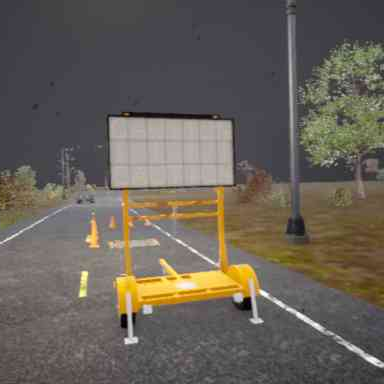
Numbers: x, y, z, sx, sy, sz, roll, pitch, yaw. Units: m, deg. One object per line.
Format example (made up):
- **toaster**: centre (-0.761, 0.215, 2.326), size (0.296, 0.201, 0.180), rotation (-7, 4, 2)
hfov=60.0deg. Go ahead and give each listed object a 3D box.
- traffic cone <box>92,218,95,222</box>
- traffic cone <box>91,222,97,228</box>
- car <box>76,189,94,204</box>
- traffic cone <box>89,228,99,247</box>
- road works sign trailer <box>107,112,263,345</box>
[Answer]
- **traffic cone**: centre (-4.877, 1.740, 16.510), size (0.340, 0.580, 0.340), rotation (-2, 1, -17)
- **traffic cone**: centre (-4.307, 1.764, 14.593), size (0.340, 0.580, 0.340), rotation (-2, 1, -17)
- **car**: centre (-15.529, 0.641, 48.524), size (2.150, 2.045, 5.566), rotation (-2, 1, -14)
- **traffic cone**: centre (-3.737, 1.787, 12.676), size (0.340, 0.580, 0.340), rotation (-2, 1, -17)
- **road works sign trailer**: centre (-0.360, 0.329, 6.359), size (2.380, 3.560, 2.880), rotation (-2, 1, -17)
